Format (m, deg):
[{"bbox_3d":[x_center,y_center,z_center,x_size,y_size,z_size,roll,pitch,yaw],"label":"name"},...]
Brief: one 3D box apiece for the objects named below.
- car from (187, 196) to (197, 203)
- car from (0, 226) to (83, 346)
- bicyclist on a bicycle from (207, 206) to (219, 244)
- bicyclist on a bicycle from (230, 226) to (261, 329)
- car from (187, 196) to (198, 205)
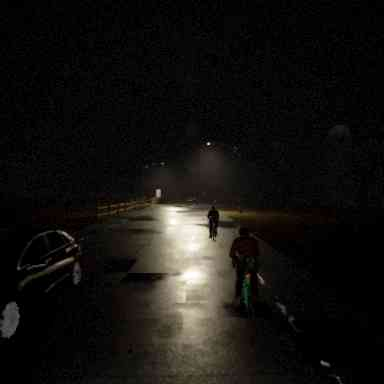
[{"bbox_3d":[0.054,1.782,76.984,2.128,1.511,4.902,0,0,3],"label":"car"},{"bbox_3d":[-3.597,1.504,6.408,1.837,1.490,4.892,0,0,0],"label":"car"},{"bbox_3d":[0.971,1.452,14.964,0.582,1.620,1.656,0,0,0],"label":"bicyclist on a bicycle"},{"bbox_3d":[0.967,1.453,5.997,0.582,1.620,1.656,0,0,0],"label":"bicyclist on a bicycle"},{"bbox_3d":[0.117,1.667,61.972,1.837,1.490,4.892,0,0,0],"label":"car"}]
